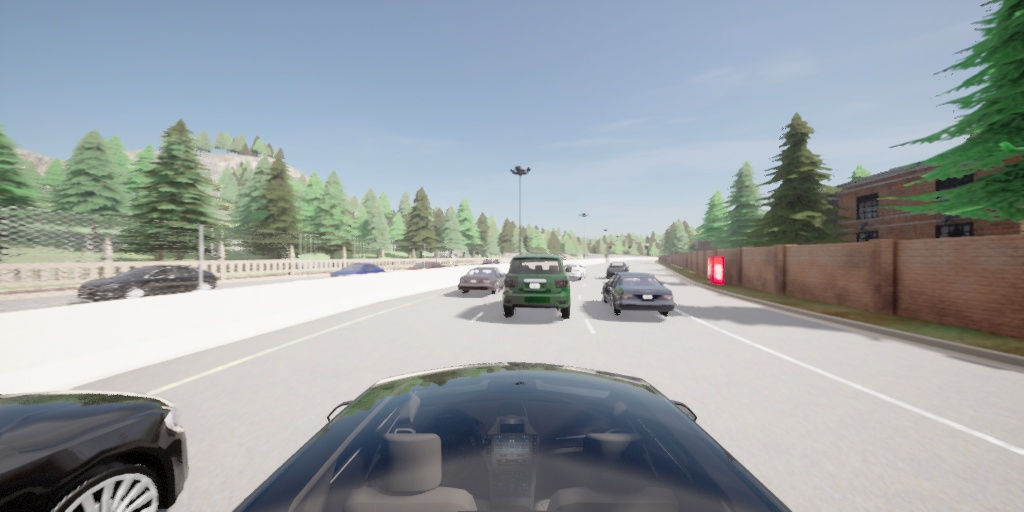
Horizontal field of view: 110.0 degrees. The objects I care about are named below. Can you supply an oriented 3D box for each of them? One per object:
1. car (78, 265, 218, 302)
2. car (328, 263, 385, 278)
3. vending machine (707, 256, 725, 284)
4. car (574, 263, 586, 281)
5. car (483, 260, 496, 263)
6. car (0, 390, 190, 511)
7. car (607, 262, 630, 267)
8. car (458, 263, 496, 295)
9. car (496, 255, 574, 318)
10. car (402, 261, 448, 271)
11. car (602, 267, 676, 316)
[{"bbox_3d":[-16.305,1.179,16.451,1.837,1.490,4.892,0,0,9],"label":"car"},{"bbox_3d":[-10.980,1.224,25.754,1.812,1.442,4.674,0,0,14],"label":"car"},{"bbox_3d":[14.220,1.010,24.984,1.100,2.100,0.880,0,0,17],"label":"vending machine"},{"bbox_3d":[5.284,1.298,30.952,1.812,1.442,4.674,0,0,18],"label":"car"},{"bbox_3d":[-3.513,1.295,58.333,1.994,1.385,4.181,0,0,21],"label":"car"},{"bbox_3d":[-3.291,1.227,0.633,2.128,1.511,4.902,0,0,-1],"label":"car"},{"bbox_3d":[9.917,1.285,33.563,2.128,1.511,4.902,0,0,20],"label":"car"},{"bbox_3d":[-1.384,1.290,20.014,2.033,1.411,5.357,0,0,12],"label":"car"},{"bbox_3d":[1.022,0.976,13.246,2.150,2.045,5.566,0,0,7],"label":"car"},{"bbox_3d":[-6.756,1.195,28.151,1.882,1.535,5.008,0,0,16],"label":"car"},{"bbox_3d":[4.568,1.318,13.609,2.033,1.411,5.357,0,0,8],"label":"car"}]
